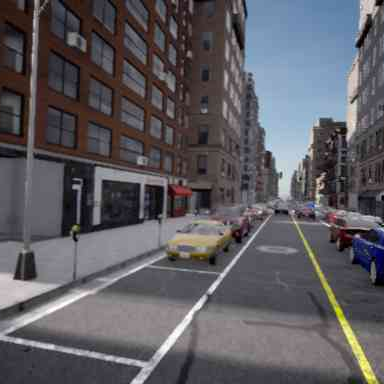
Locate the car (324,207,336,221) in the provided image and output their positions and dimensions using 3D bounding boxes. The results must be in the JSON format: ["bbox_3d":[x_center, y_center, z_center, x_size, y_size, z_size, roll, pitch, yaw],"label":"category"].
[{"bbox_3d":[14.064,2.421,31.791,1.802,1.307,4.206,2,-1,15],"label":"car"}]

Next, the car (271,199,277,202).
[{"bbox_3d":[16.466,2.832,70.661,2.008,1.369,4.403,2,-1,15],"label":"car"}]

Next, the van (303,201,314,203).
[{"bbox_3d":[24.206,2.907,68.534,1.690,1.788,3.998,2,-1,15],"label":"van"}]

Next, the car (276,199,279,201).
[{"bbox_3d":[22.463,3.233,92.403,1.752,1.417,4.829,2,-1,15],"label":"car"}]

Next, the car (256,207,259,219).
[{"bbox_3d":[3.398,1.926,23.284,1.802,1.307,4.206,2,-1,15],"label":"car"}]

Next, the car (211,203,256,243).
[{"bbox_3d":[1.941,1.553,17.967,2.192,1.841,5.009,2,-1,15],"label":"car"}]

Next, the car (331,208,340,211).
[{"bbox_3d":[12.598,2.285,26.472,2.008,1.369,4.403,2,-1,15],"label":"car"}]

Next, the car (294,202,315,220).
[{"bbox_3d":[13.397,2.372,39.110,2.128,1.511,4.902,2,0,16],"label":"car"}]

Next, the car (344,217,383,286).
[{"bbox_3d":[6.226,1.815,10.171,1.882,1.535,5.008,2,-1,15],"label":"car"}]

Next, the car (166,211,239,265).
[{"bbox_3d":[0.426,1.655,12.483,1.752,1.417,4.829,2,-1,15],"label":"car"}]

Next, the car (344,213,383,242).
[{"bbox_3d":[11.131,2.179,21.153,2.008,1.369,4.403,2,-1,15],"label":"car"}]

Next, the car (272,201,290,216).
[{"bbox_3d":[12.246,2.368,45.438,1.882,1.535,5.008,2,-1,15],"label":"car"}]

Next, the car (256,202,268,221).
[{"bbox_3d":[6.337,1.995,33.923,1.967,1.590,4.097,2,-1,15],"label":"car"}]

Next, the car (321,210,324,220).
[{"bbox_3d":[15.536,2.385,37.112,1.967,1.590,4.097,2,-1,15],"label":"car"}]

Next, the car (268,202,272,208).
[{"bbox_3d":[9.267,2.316,44.559,2.008,1.369,4.403,2,-1,15],"label":"car"}]

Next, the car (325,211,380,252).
[{"bbox_3d":[7.821,1.930,15.954,1.882,1.535,5.008,2,-1,15],"label":"car"}]
